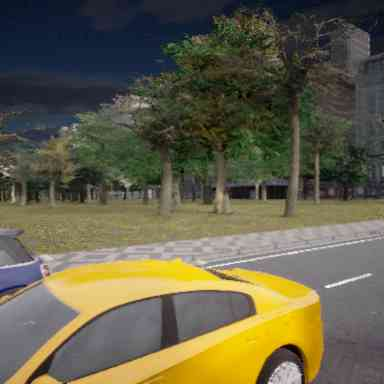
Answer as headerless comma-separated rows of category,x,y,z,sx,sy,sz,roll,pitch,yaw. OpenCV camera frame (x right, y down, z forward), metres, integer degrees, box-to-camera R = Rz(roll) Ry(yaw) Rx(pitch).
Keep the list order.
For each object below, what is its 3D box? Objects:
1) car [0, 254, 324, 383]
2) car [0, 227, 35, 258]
car,-0.837,1.476,3.088,5.008,1.535,1.882,0,0,-35
car,-4.351,1.354,4.573,4.553,1.767,2.097,0,0,-36
